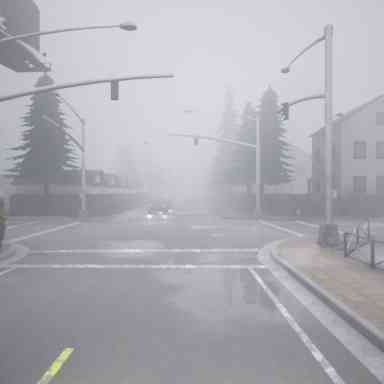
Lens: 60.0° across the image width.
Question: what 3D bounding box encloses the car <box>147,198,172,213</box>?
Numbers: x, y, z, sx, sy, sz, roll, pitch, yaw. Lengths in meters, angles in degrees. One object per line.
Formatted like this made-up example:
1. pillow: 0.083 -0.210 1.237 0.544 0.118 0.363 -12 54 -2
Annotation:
1. car: -3.679 1.415 36.996 2.097 1.767 4.553 0 0 0

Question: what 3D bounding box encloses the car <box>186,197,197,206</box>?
1. car: -0.129 1.593 59.200 2.128 1.511 4.902 0 0 0
